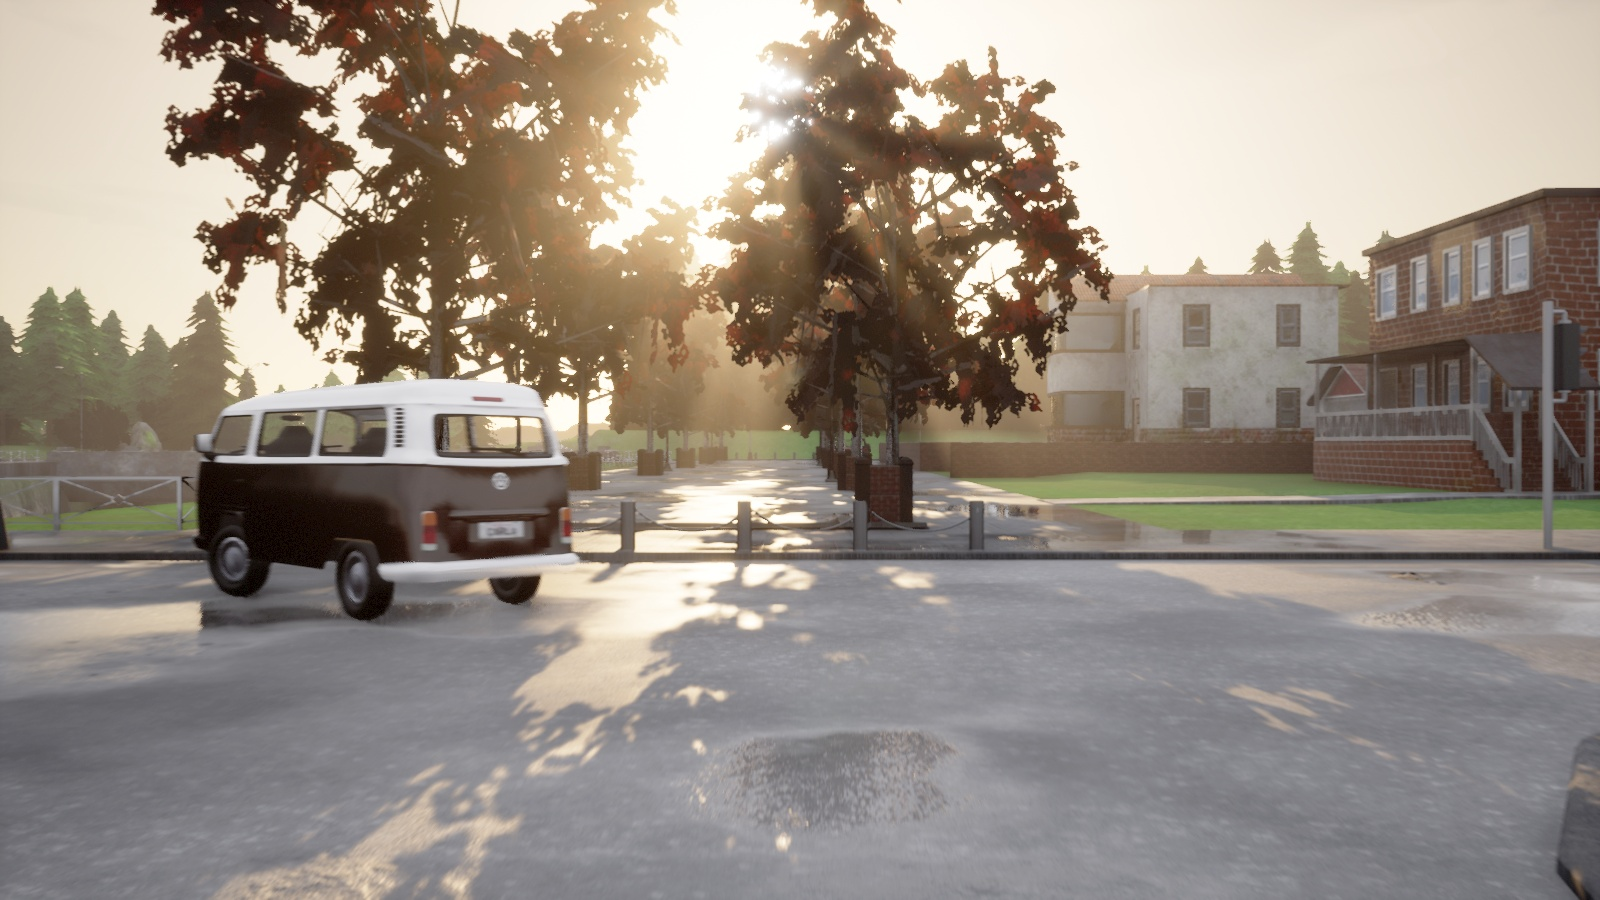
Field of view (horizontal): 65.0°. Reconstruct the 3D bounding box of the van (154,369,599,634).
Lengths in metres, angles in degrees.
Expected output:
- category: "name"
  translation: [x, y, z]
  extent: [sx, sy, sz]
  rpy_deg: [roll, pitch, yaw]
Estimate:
- category: "van"
  translation: [-4.154, 0.398, 11.932]
  extent: [4.480, 2.038, 2.069]
  rpy_deg: [0, 0, 42]
